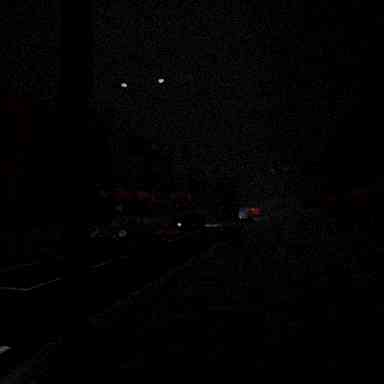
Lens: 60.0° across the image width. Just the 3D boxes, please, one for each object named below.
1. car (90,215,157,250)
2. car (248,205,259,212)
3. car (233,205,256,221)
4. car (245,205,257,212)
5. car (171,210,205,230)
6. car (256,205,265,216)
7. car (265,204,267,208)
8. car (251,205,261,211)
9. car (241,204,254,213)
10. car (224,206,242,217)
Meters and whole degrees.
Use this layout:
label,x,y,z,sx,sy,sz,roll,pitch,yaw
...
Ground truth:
label,x,y,z,sx,sy,sz,roll,pitch,yaw
car,-3.285,1.910,16.490,1.967,1.590,4.097,-2,-2,16
car,13.747,3.604,73.916,2.008,1.369,4.403,-2,-2,16
car,5.727,2.493,37.460,1.812,1.442,4.674,-1,-1,17
car,12.200,3.470,68.690,1.802,1.307,4.206,-2,-2,17
car,-0.254,2.225,27.042,1.837,1.490,4.892,-1,-2,16
car,9.270,2.650,49.488,2.097,1.767,4.553,-1,-2,16
car,18.393,4.147,89.576,1.802,1.307,4.206,-2,-3,16
car,15.295,3.772,79.137,2.008,1.369,4.403,-2,-2,16
car,10.647,3.166,63.480,1.967,1.590,4.097,-2,-2,16
car,5.957,2.785,47.653,1.752,1.417,4.829,-2,-2,16
